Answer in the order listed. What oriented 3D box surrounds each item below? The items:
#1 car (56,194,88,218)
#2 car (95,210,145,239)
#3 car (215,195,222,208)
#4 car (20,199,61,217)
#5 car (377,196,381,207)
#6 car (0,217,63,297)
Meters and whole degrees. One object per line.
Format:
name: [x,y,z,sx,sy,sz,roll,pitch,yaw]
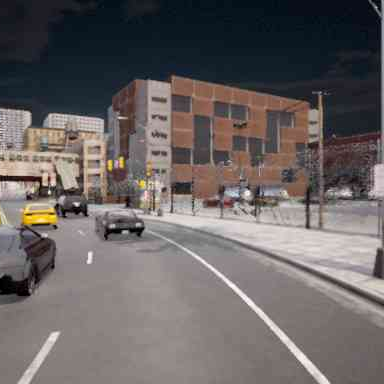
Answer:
car: [-11.135,1.200,30.653,2.150,2.045,5.566,0,0,-30]
car: [-3.931,1.574,17.441,1.895,1.301,4.718,0,0,-23]
car: [3.264,1.119,42.506,2.185,1.767,4.553,0,0,-31]
car: [-9.923,1.474,21.474,1.882,1.535,5.008,0,0,-28]
car: [21.703,1.205,34.074,2.002,1.452,4.674,0,0,-31]
car: [-4.706,1.566,8.356,1.994,1.385,4.181,0,0,-13]
